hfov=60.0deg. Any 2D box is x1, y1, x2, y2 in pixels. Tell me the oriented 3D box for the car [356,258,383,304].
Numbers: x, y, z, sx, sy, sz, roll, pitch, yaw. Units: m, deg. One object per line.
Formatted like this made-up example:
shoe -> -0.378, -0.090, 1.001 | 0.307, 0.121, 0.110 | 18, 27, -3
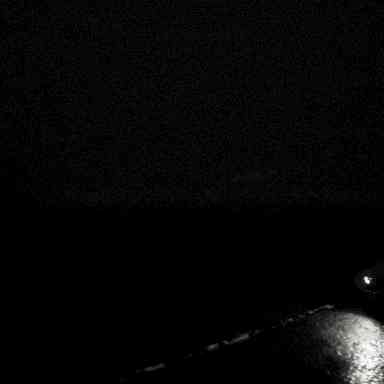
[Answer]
car -> 5.834, 1.638, 7.457 | 5.357, 1.411, 2.033 | 1, 0, -37
